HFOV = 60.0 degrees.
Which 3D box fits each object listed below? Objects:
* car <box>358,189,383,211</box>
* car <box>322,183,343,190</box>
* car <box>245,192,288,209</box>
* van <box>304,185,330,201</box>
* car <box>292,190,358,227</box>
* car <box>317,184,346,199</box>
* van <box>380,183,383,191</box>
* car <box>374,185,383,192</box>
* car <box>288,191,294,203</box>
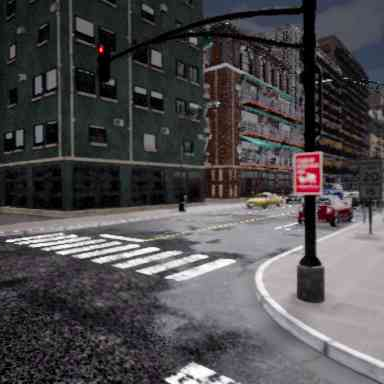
[{"bbox_3d":[13.784,0.690,26.166,2.008,1.369,4.403,1,2,39],"label":"car"},{"bbox_3d":[14.397,0.126,35.466,2.150,2.045,5.566,0,2,39],"label":"car"},{"bbox_3d":[6.511,0.688,29.738,1.752,1.417,4.829,1,2,39],"label":"car"},{"bbox_3d":[15.190,0.118,40.331,1.690,1.788,3.998,1,2,39],"label":"van"},{"bbox_3d":[7.292,0.875,18.016,1.967,1.590,4.097,1,2,39],"label":"car"},{"bbox_3d":[18.783,-0.067,44.726,2.192,1.841,5.009,1,2,39],"label":"car"},{"bbox_3d":[43.937,-1.130,75.498,1.690,1.788,3.998,1,2,39],"label":"van"},{"bbox_3d":[40.345,-0.735,71.109,1.802,1.307,4.206,1,2,39],"label":"car"},{"bbox_3d":[11.597,0.487,35.941,2.008,1.369,4.403,1,2,39],"label":"car"}]
